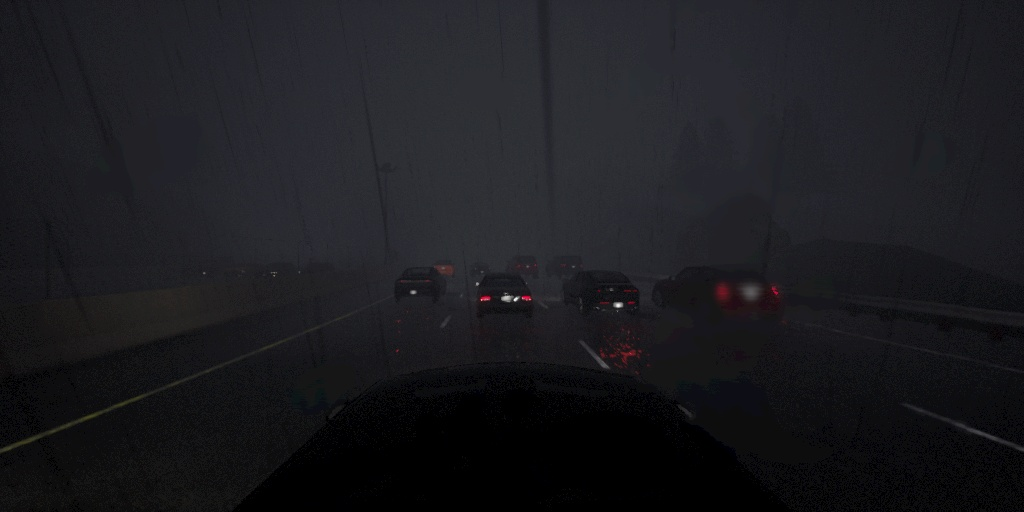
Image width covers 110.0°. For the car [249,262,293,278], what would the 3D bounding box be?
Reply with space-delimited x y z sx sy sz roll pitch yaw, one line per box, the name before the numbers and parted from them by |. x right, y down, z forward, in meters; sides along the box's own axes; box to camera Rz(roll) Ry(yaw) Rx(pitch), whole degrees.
car | -20.402 1.303 31.249 1.837 1.490 4.892 0 0 -11

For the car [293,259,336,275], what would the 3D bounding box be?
car | -16.847 1.296 31.215 1.837 1.490 4.892 0 0 -10

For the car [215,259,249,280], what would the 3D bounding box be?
car | -24.235 1.285 32.696 1.882 1.535 5.008 0 0 -11

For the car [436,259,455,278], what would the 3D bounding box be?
car | -6.626 1.119 34.699 2.097 1.767 4.553 0 0 -10

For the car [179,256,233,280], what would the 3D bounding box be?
car | -27.868 1.036 33.129 2.150 2.045 5.566 0 0 -12

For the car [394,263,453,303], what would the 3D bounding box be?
car | -4.192 1.253 16.910 2.128 1.511 4.902 0 0 -5

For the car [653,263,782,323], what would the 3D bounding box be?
car | 6.659 1.087 12.275 2.097 1.767 4.553 0 0 -3

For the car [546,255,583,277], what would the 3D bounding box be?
car | 4.574 0.963 31.688 2.150 2.045 5.566 0 0 -9

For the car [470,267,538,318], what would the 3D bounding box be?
car | -0.341 1.299 13.013 2.033 1.411 5.357 0 0 -4

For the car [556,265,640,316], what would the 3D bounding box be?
car | 3.100 1.248 13.355 1.837 1.490 4.892 0 0 -3

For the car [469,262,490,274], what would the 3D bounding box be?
car | -3.143 1.285 35.136 1.812 1.442 4.674 0 0 -10

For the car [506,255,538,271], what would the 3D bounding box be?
car | 0.870 0.971 32.649 2.150 2.045 5.566 0 0 -10
